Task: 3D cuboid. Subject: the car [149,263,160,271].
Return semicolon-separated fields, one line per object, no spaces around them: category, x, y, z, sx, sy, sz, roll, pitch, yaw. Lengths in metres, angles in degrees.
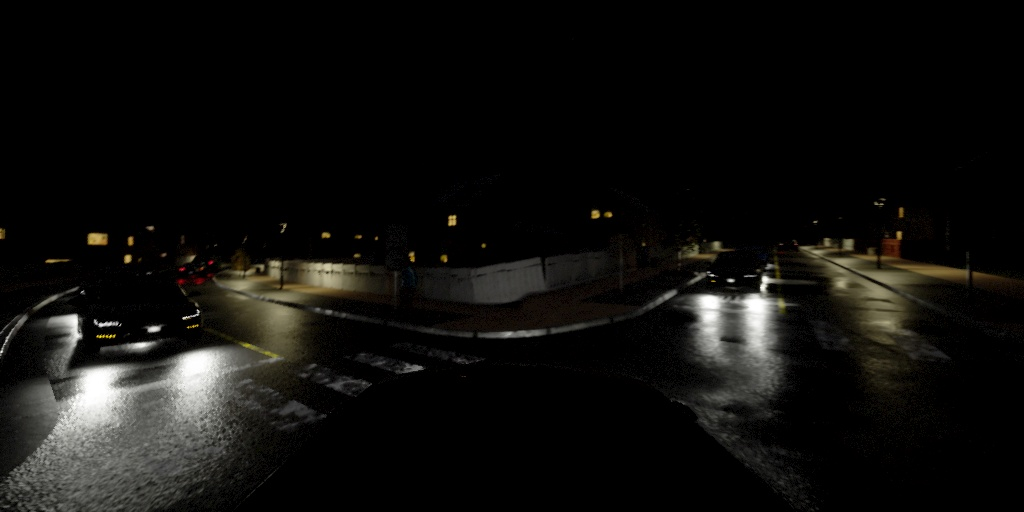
car;-30.839;1.314;29.891;1.837;1.490;4.892;0;0;-39

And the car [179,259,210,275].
car;-30.885;1.326;34.754;1.812;1.442;4.674;0;0;-37

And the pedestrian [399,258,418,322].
pedestrian;-2.892;0.909;9.985;0.375;1.860;0.375;0;0;35

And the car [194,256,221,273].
car;-36.690;0.954;43.066;2.150;2.045;5.566;0;0;-32

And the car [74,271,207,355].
car;-9.339;1.275;8.944;4.892;1.490;1.837;0;0;38

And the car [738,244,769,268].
car;15.146;0.076;22.968;1.882;1.535;5.008;0;3;36

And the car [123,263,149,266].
car;-23.542;1.284;21.635;1.882;1.535;5.008;0;0;-43

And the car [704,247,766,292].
car;9.529;0.552;15.250;1.837;1.490;4.892;0;3;36

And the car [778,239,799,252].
car;37.342;-1.557;48.519;2.097;1.767;4.553;0;3;36

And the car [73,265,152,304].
car;-16.649;1.293;15.018;4.892;1.490;1.837;0;0;42
